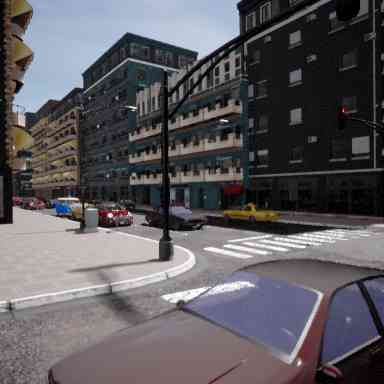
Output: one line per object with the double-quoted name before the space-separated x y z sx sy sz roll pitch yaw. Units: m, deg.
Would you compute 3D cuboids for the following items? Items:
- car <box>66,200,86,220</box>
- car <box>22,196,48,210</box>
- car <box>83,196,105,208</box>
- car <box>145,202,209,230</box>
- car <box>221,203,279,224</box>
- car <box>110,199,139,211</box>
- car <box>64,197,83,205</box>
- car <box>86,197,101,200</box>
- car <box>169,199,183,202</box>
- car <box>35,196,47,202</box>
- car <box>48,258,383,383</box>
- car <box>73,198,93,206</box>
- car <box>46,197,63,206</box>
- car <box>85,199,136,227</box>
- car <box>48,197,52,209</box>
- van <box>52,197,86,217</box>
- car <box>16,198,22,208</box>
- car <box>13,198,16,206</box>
"car" -8.954 1.652 28.309 1.752 1.417 4.829 -1 1 -36
"car" -21.933 1.628 46.452 1.967 1.590 4.097 -1 1 -36
"car" -15.117 1.502 51.326 1.967 1.590 4.097 -1 1 -36
"car" -1.189 1.610 21.907 2.033 1.411 5.357 -1 0 -36
"car" 4.103 1.498 24.458 1.752 1.417 4.829 -1 1 -36
"car" -8.676 1.582 42.324 2.008 1.369 4.403 -1 1 -36
"car" -21.555 1.645 60.330 2.008 1.369 4.403 -1 1 -36
"car" -10.448 1.610 34.860 1.837 1.490 4.892 -1 0 -36
"car" -2.238 1.441 33.321 1.967 1.590 4.097 -1 1 -36
"car" -37.653 1.728 82.837 1.887 1.381 4.507 -1 1 -36
"car" 1.258 1.559 3.803 5.357 1.411 2.033 1 0 -37
"car" -18.335 1.644 55.828 1.947 1.339 4.313 -1 1 -36
"car" -25.359 1.647 61.197 1.837 1.490 4.892 -1 0 -36
"car" -5.835 1.553 23.946 1.967 1.590 4.097 -1 1 -36
"car" -20.502 1.764 49.080 2.033 1.411 5.357 -1 0 -36
"van" -12.275 1.483 32.947 1.690 1.788 3.998 -1 1 -36
"car" -25.150 1.770 50.954 1.947 1.339 4.313 -1 1 -36
"car" -31.590 1.782 59.957 1.887 1.381 4.507 -1 1 -36
